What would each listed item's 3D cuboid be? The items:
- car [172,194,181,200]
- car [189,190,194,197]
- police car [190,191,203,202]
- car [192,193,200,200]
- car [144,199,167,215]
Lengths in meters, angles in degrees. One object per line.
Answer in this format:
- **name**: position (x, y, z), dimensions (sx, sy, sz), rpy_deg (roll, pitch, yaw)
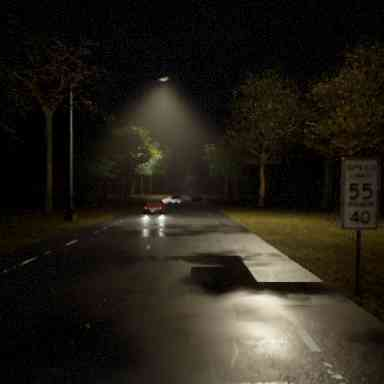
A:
- **car**: position (-3.504, 1.093, 75.219), dimensions (1.994, 1.385, 4.181), rpy_deg (0, 1, 0)
- **car**: position (1.046, 0.869, 75.655), dimensions (2.150, 2.045, 5.566), rpy_deg (0, 1, 0)
- **police car**: position (1.046, 1.188, 65.741), dimensions (1.930, 1.638, 5.238), rpy_deg (0, 1, 0)
- **car**: position (1.045, 1.060, 81.630), dimensions (1.837, 1.490, 4.892), rpy_deg (0, 1, 0)
- **car**: position (-3.605, 1.439, 32.855), dimensions (1.812, 1.442, 4.674), rpy_deg (0, 0, 0)
